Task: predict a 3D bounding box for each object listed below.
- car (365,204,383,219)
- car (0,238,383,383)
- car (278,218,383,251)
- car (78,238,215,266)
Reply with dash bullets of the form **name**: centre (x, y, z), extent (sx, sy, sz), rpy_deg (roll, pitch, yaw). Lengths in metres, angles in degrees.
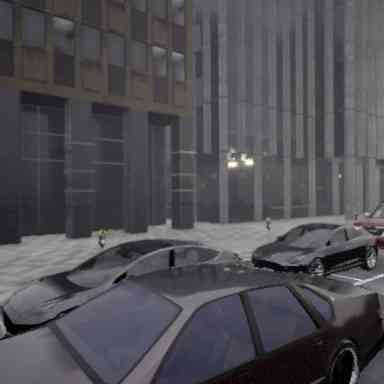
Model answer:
- **car**: centre (8.113, 1.317, 12.775), extent (5.009, 1.841, 2.192), rpy_deg (0, 0, -37)
- **car**: centre (0.003, 1.558, 3.404), extent (5.357, 1.411, 2.033), rpy_deg (0, 0, -37)
- **car**: centre (3.596, 1.578, 9.405), extent (4.313, 1.339, 1.947), rpy_deg (0, 0, -37)
- **car**: centre (-0.923, 1.588, 6.036), extent (4.313, 1.339, 1.947), rpy_deg (0, 0, -37)
